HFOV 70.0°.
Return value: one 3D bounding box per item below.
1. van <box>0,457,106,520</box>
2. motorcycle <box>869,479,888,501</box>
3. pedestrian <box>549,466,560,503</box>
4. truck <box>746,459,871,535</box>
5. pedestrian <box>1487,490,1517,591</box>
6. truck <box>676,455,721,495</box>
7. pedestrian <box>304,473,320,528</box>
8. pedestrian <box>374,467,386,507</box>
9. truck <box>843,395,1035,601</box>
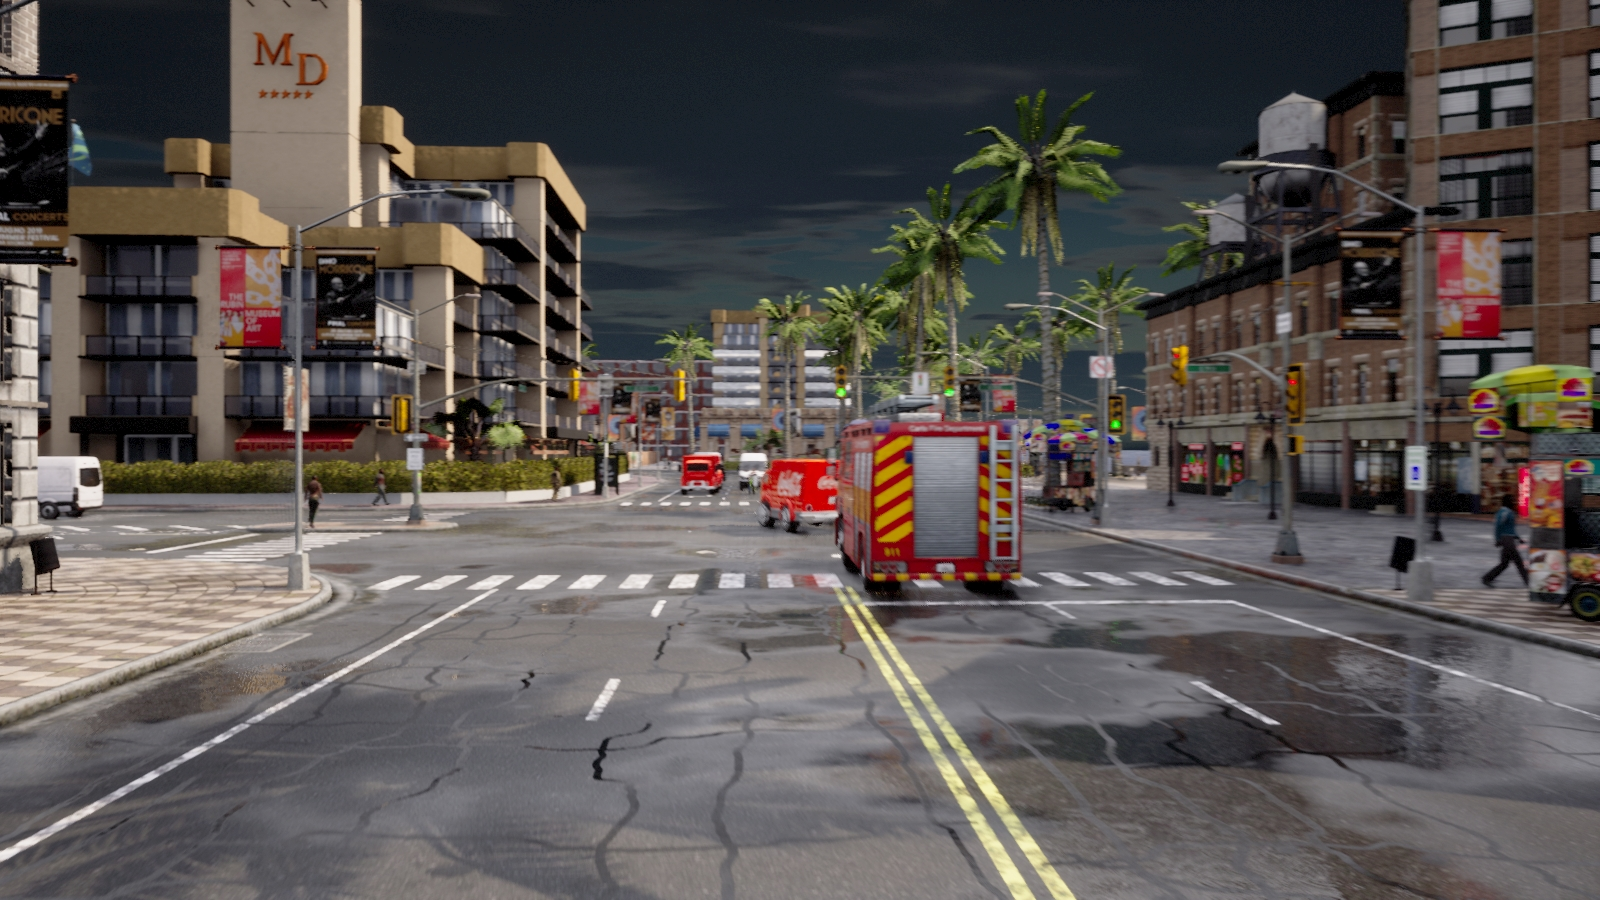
[{"bbox_3d":[-32.345,1.565,47.349,5.915,2.561,1.988,0,0,-3],"label":"van"},{"bbox_3d":[4.309,2.210,62.811,0.803,1.145,2.033,0,0,-2],"label":"motorcycle"},{"bbox_3d":[-12.238,1.710,56.931,0.375,1.860,0.375,0,0,28],"label":"pedestrian"},{"bbox_3d":[0.206,1.566,40.288,2.627,2.467,5.204,0,0,-22],"label":"truck"},{"bbox_3d":[13.202,1.686,21.476,0.375,1.860,0.375,0,0,-40],"label":"pedestrian"},{"bbox_3d":[-6.486,1.573,73.723,2.627,2.467,5.204,0,0,-2],"label":"truck"},{"bbox_3d":[-16.665,1.720,39.033,0.375,1.860,0.375,0,0,-3],"label":"pedestrian"},{"bbox_3d":[-19.632,1.715,53.376,0.375,1.860,0.375,0,0,13],"label":"pedestrian"},{"bbox_3d":[2.747,0.888,25.469,2.891,3.827,8.468,0,0,-3],"label":"truck"}]
